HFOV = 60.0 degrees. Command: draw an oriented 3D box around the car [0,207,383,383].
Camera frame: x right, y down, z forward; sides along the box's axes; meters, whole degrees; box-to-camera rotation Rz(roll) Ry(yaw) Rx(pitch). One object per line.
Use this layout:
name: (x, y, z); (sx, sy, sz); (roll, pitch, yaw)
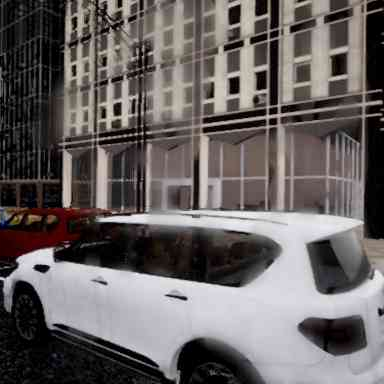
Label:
car: (-0.388, 1.258, 4.659); (5.566, 2.045, 2.150); (0, 0, 36)

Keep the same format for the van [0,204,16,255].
van: (-8.743, 1.393, 13.004); (3.998, 1.788, 1.690); (0, 0, 36)
